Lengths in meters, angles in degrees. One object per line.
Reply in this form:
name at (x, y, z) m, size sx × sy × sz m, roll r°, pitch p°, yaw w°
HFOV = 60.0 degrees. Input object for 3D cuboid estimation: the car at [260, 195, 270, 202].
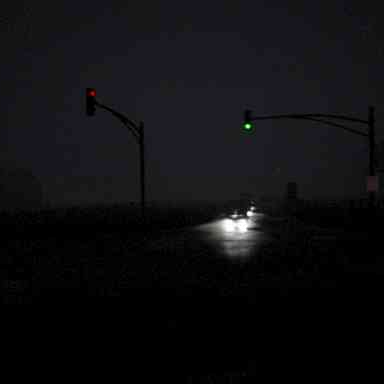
car at (15.129, 1.321, 69.069) m, size 1.895 × 1.301 × 4.718 m, roll -1°, pitch 0°, yaw 12°

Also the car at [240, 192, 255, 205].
car at (8.177, 1.058, 49.541) m, size 2.150 × 2.045 × 5.566 m, roll -1°, pitch 0°, yaw 12°

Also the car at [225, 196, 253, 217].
car at (4.078, 1.402, 29.795) m, size 2.128 × 1.511 × 4.902 m, roll -1°, pitch 0°, yaw 12°

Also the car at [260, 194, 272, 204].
car at (13.168, 1.112, 59.142) m, size 2.097 × 1.767 × 4.553 m, roll -1°, pitch 0°, yaw 12°
